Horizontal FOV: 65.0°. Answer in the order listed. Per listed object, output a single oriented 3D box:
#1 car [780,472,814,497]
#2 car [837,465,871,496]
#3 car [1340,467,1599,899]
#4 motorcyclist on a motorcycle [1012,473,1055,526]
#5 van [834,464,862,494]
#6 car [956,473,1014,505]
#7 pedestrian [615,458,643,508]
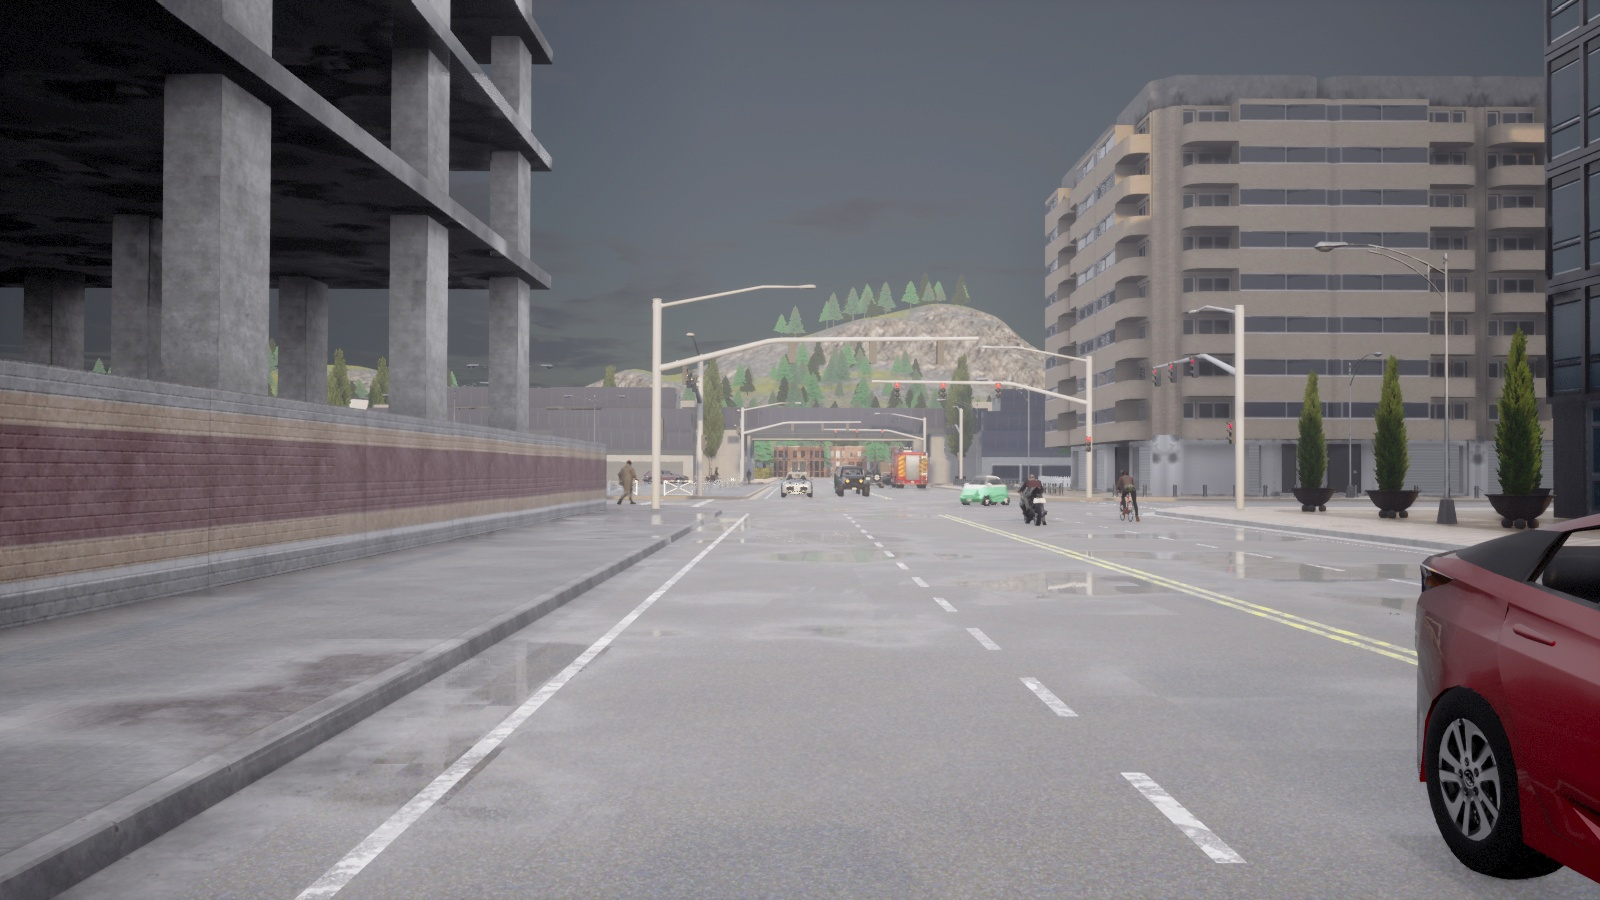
[{"bbox_3d":[-0.174,2.047,75.606,1.970,1.475,3.806,0,-1,0],"label":"car"},{"bbox_3d":[3.317,1.907,78.188,1.905,1.878,3.866,0,-1,0],"label":"car"},{"bbox_3d":[3.492,0.806,3.505,2.007,1.525,4.514,0,-1,0],"label":"car"},{"bbox_3d":[6.914,1.446,37.268,0.866,1.530,2.191,0,-1,0],"label":"motorcyclist on a motorcycle"},{"bbox_3d":[3.299,2.005,86.597,1.775,1.987,4.442,0,-1,0],"label":"van"},{"bbox_3d":[8.290,1.746,56.192,2.207,1.376,1.481,1,-2,-39],"label":"car"},{"bbox_3d":[-6.784,1.315,49.731,0.659,1.952,0.873,-1,-1,41],"label":"pedestrian"}]
